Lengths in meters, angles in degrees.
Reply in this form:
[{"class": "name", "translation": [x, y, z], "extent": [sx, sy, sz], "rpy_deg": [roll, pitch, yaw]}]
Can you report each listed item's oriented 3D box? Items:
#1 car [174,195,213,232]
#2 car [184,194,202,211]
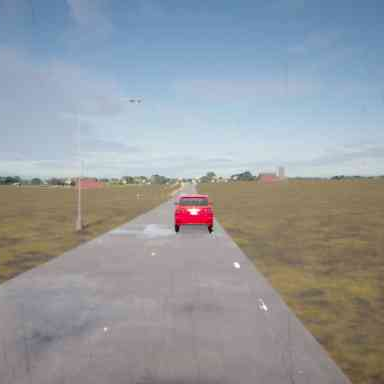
[{"class": "car", "translation": [0.100, 1.181, 20.133], "extent": [2.150, 2.045, 5.566], "rpy_deg": [0, 0, 0]}, {"class": "car", "translation": [0.099, 1.184, 39.540], "extent": [2.097, 1.767, 4.553], "rpy_deg": [0, 1, 0]}]
